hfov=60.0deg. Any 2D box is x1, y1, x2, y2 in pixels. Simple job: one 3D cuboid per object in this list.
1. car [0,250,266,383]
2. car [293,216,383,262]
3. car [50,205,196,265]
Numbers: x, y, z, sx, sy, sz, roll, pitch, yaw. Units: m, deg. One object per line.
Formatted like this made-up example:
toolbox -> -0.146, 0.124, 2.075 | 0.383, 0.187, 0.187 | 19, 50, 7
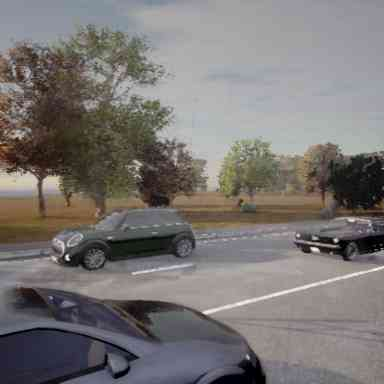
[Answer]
car -> -1.339, 1.561, 2.752 | 4.181, 1.385, 1.994 | 0, 0, -35
car -> 5.915, 1.593, 12.181 | 4.718, 1.301, 1.895 | 0, 0, -33
car -> -2.149, 1.343, 10.943 | 4.553, 1.767, 2.097 | 0, 0, -34
